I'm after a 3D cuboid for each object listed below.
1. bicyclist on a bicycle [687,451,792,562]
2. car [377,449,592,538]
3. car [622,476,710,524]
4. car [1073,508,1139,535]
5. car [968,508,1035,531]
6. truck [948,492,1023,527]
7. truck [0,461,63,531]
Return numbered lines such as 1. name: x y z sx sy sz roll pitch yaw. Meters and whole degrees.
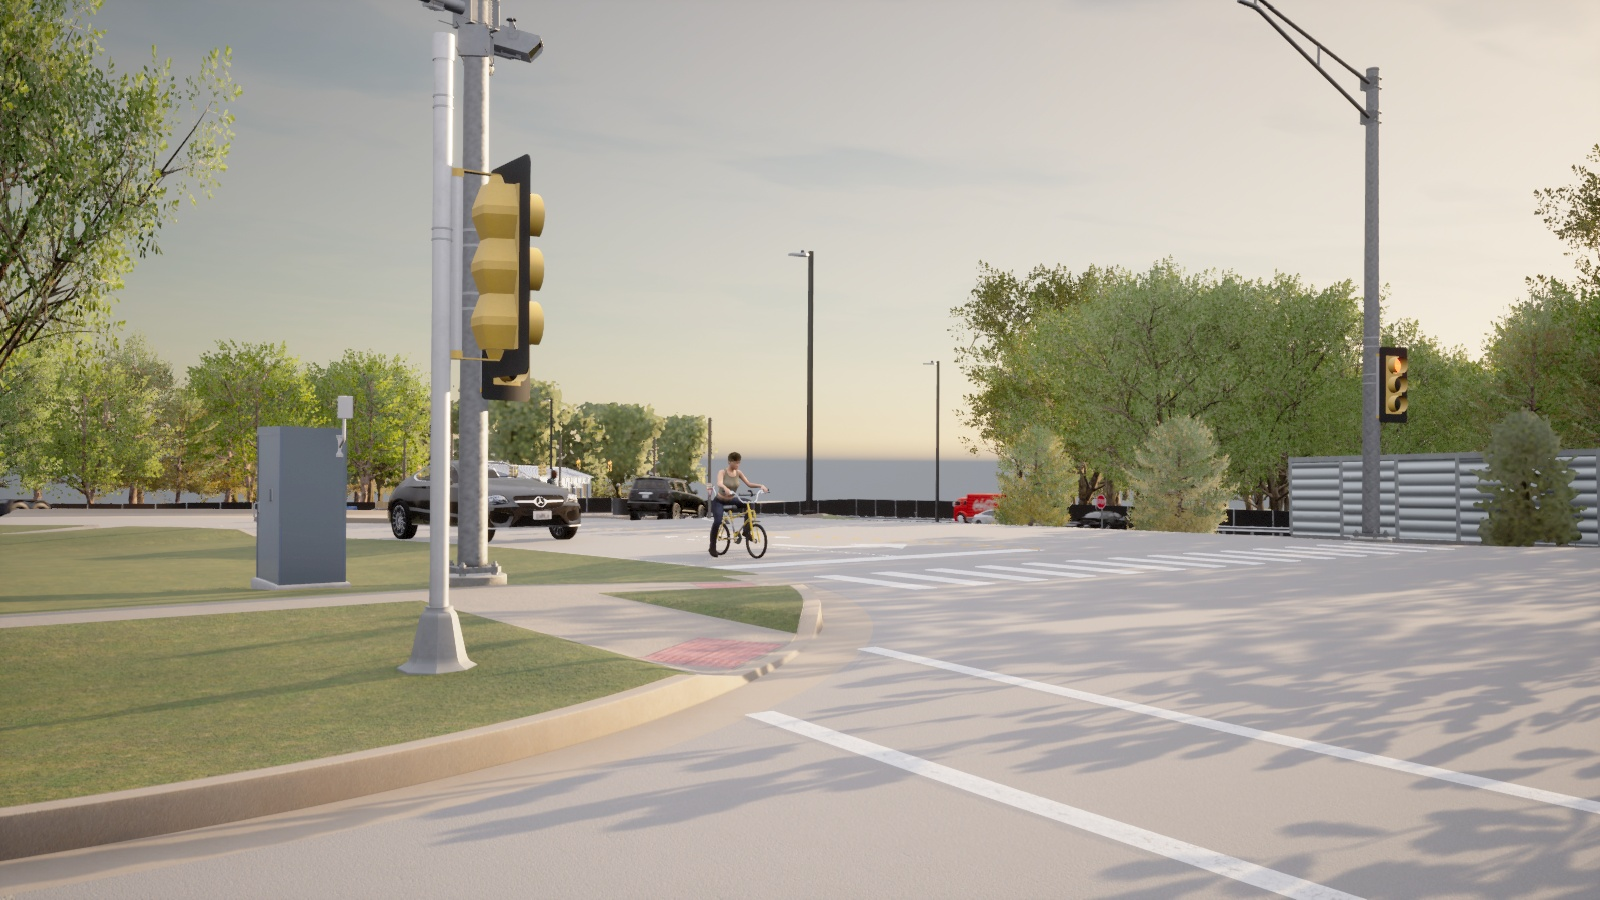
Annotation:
1. bicyclist on a bicycle: -0.941 0.838 19.197 0.866 1.612 1.509 0 -1 -39
2. car: -6.568 0.887 25.742 2.152 1.651 5.027 0 -2 -42
3. car: -6.200 2.396 58.858 2.150 2.045 5.566 0 -4 16
4. car: 19.308 4.478 79.080 1.882 1.535 5.008 -2 -2 41
5. car: 13.851 4.748 86.387 1.812 1.442 4.674 1 -2 -34
6. truck: 13.651 4.394 92.908 2.627 2.467 5.204 0 -2 -34
7. truck: -43.204 2.356 65.599 2.891 3.462 7.936 -4 -6 23
